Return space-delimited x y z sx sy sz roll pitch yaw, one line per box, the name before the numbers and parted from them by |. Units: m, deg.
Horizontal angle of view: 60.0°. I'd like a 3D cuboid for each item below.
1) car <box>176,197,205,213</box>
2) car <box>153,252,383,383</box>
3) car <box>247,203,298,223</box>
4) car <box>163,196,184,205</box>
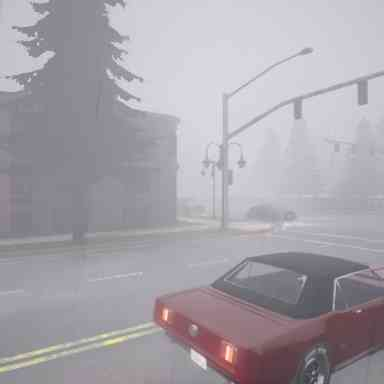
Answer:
car | -0.481 1.351 36.254 2.097 1.767 4.553 0 0 -33
car | 1.919 1.601 5.001 4.718 1.301 1.895 0 0 -34
car | 6.157 1.562 25.890 1.994 1.385 4.181 0 0 -29
car | -3.374 1.525 60.066 1.812 1.442 4.674 0 0 -33
